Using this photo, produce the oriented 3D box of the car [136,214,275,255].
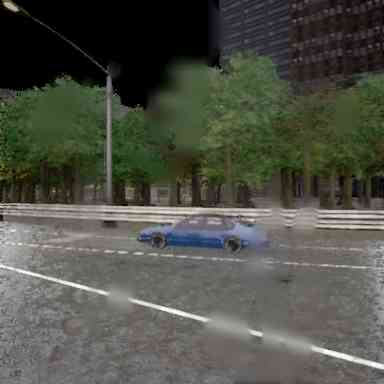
[{"bbox_3d":[0.515,1.579,13.306,5.357,1.411,2.033,0,0,19],"label":"car"}]
